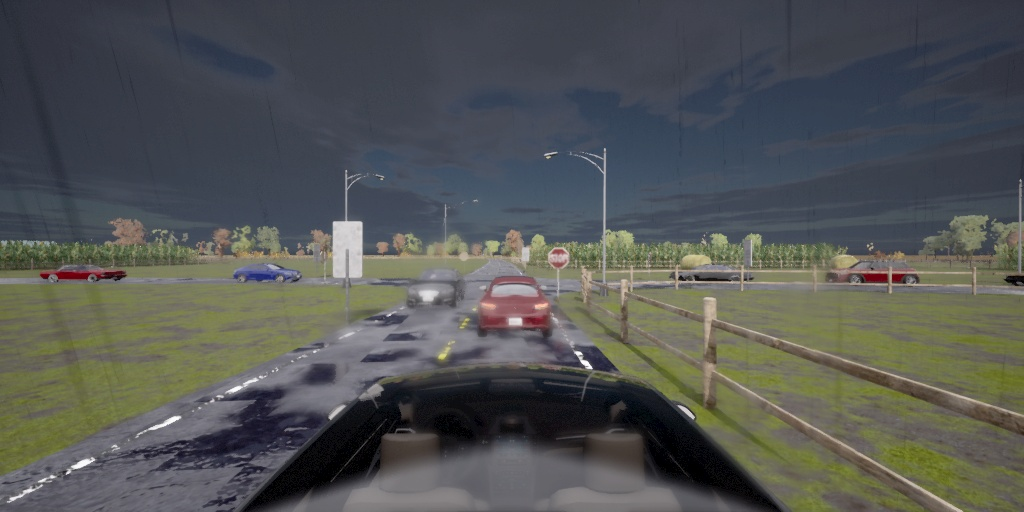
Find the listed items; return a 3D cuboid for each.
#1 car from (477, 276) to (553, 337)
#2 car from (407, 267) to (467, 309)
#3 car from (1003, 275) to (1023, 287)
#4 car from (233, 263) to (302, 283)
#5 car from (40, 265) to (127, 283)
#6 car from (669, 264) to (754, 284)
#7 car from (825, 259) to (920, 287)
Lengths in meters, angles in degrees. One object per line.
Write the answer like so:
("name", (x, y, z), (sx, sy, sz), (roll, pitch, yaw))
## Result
("car", (0.058, 1.274, 10.147), (1.812, 1.442, 4.674), (0, 0, -1))
("car", (-2.998, 1.239, 15.001), (2.128, 1.511, 4.902), (0, 0, -2))
("car", (34.132, 1.369, 22.079), (4.718, 1.301, 1.895), (0, 0, 14))
("car", (-18.291, 1.263, 26.878), (4.674, 1.442, 1.812), (0, 0, 3))
("car", (-32.371, 1.333, 27.225), (4.718, 1.301, 1.895), (0, 0, 0))
("car", (14.476, 1.293, 26.226), (5.357, 1.411, 2.033), (0, 0, 10))
("car", (24.253, 1.109, 24.338), (4.553, 1.767, 2.097), (0, 0, 12))
